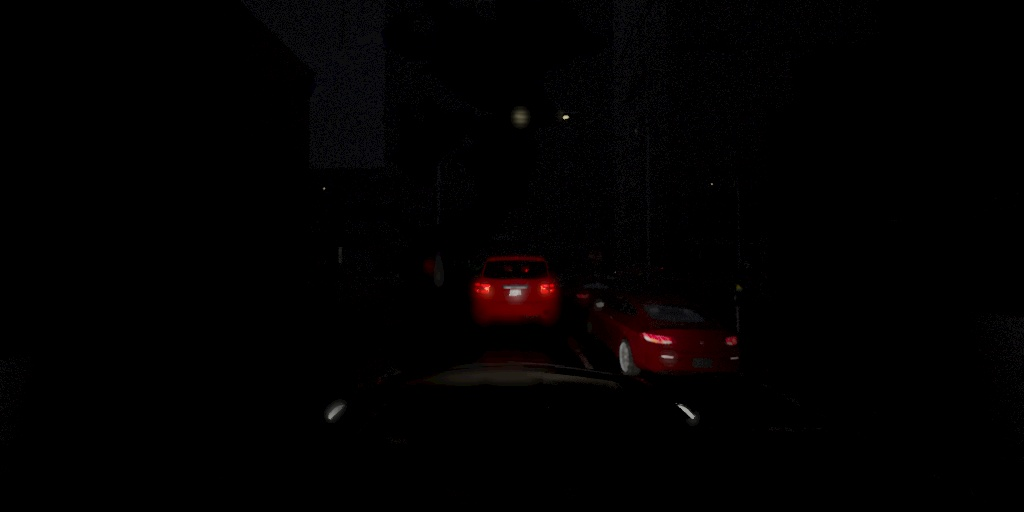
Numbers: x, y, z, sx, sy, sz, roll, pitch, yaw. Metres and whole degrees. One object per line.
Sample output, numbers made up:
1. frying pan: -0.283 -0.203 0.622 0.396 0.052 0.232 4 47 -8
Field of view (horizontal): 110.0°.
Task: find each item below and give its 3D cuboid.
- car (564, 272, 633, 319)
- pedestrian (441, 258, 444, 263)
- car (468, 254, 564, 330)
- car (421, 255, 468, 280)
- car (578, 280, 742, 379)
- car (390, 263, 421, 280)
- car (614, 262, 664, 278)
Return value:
1. car: 2.664 1.332 12.491 1.802 1.307 4.207 0 0 0
2. pedestrian: -6.743 1.035 34.596 0.375 1.860 0.375 0 0 0
3. car: 0.122 0.971 11.212 2.150 2.045 5.566 0 0 1
4. car: -4.006 0.978 28.717 5.566 2.045 2.150 0 -1 0
5. car: 2.650 1.331 7.052 1.802 1.307 4.207 0 0 0
6. car: -8.195 1.332 31.689 5.008 1.535 1.882 -1 -1 0
7. car: 11.092 1.231 31.562 4.181 1.385 1.994 -1 -1 0
